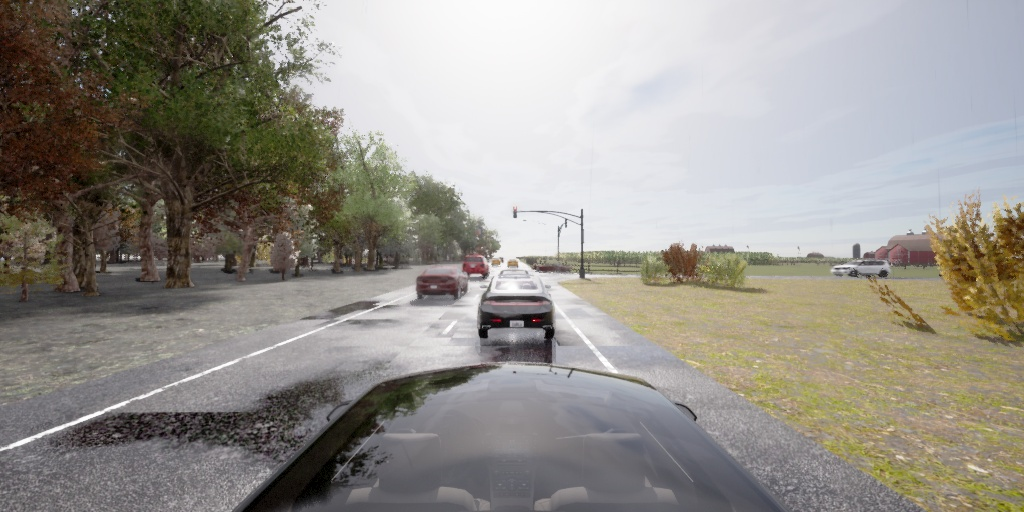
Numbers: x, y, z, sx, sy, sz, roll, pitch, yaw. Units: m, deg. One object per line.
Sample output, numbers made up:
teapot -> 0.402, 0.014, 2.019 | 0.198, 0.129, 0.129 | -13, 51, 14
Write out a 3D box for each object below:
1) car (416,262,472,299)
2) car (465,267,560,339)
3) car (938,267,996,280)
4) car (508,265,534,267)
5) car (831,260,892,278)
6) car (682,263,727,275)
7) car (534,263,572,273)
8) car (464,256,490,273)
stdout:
car -> -3.382, 1.232, 18.084 | 1.882, 1.535, 5.008 | 0, 0, 0
car -> 0.110, 1.244, 10.113 | 2.128, 1.511, 4.902 | 0, 0, 0
car -> 48.625, 1.825, 37.888 | 5.357, 1.411, 2.033 | 1, -1, 1
car -> 0.119, 1.355, 19.235 | 1.895, 1.301, 4.718 | 0, 0, 0
car -> 40.432, 1.470, 41.539 | 5.566, 2.045, 2.150 | 1, -1, 0
car -> 22.360, 1.556, 41.643 | 4.892, 1.490, 1.837 | 1, -1, 0
car -> 4.938, 1.476, 44.674 | 4.718, 1.301, 1.895 | 2, 0, 34
car -> -3.368, 0.980, 33.685 | 2.150, 2.045, 5.566 | 0, 0, 0
